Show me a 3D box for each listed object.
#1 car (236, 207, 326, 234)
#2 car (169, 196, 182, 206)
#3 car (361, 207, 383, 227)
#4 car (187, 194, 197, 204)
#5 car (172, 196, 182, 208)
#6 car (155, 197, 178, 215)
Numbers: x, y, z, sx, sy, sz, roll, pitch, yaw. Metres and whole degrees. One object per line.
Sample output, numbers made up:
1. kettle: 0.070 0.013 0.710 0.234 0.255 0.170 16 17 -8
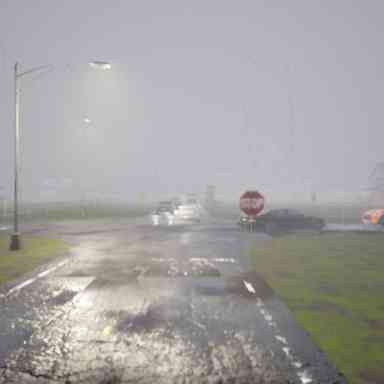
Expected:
1. car: 5.327 1.625 19.769 5.357 1.411 2.033 0 0 -22
2. car: -2.806 1.506 57.337 2.097 1.767 4.553 0 0 1
3. car: 14.227 1.467 22.957 4.553 1.767 2.097 0 0 0
4. car: -0.006 1.722 67.543 2.033 1.411 5.357 0 0 0
5. car: -2.818 1.617 47.021 2.128 1.511 4.902 0 0 1
6. car: -2.824 1.605 35.940 1.837 1.490 4.892 0 0 0
